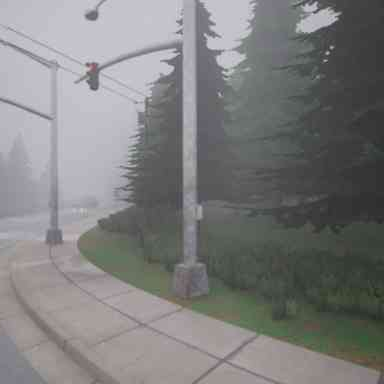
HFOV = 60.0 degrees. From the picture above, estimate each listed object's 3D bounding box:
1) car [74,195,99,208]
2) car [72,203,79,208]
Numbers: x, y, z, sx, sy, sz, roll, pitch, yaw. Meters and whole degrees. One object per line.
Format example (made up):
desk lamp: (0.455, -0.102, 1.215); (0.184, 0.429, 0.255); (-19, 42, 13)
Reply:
car: (-16.922, 1.551, 55.198); (2.128, 1.511, 4.902); (44, 2, 7)
car: (-18.438, 1.984, 55.521); (2.033, 1.411, 5.357); (0, -1, -5)
